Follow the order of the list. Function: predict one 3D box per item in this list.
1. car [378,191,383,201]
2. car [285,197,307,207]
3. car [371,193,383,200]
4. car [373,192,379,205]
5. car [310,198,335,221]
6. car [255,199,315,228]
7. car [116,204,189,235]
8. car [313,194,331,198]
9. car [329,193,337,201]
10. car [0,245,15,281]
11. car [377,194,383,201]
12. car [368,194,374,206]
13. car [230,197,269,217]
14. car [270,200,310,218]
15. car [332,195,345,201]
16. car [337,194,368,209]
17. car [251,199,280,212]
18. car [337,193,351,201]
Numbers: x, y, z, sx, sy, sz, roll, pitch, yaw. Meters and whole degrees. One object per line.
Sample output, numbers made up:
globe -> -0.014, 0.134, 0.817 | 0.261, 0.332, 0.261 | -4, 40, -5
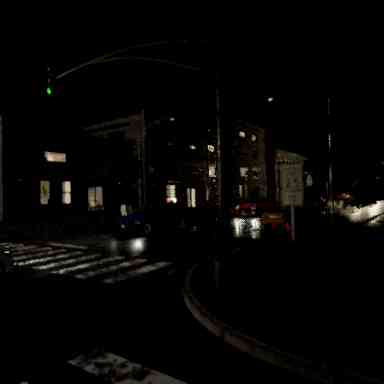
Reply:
car -> 34.684, 0.810, 61.086 | 2.192, 1.841, 5.009 | -1, 0, 35
car -> 15.030, 1.461, 47.918 | 1.802, 1.307, 4.206 | -1, 0, 35
car -> 43.138, 0.942, 77.600 | 1.837, 1.490, 4.892 | -2, -1, 35
car -> 25.058, 1.048, 47.564 | 1.967, 1.590, 4.097 | -1, 0, 35
car -> 9.013, 1.350, 25.028 | 2.008, 1.369, 4.403 | -1, 0, 35
car -> 5.902, 1.363, 20.660 | 1.752, 1.417, 4.829 | -1, 0, 35
car -> -2.161, 1.516, 19.331 | 1.882, 1.535, 5.008 | -2, -1, 35
car -> 17.711, 1.366, 47.064 | 1.994, 1.385, 4.181 | -2, -1, 36
car -> 24.652, 1.080, 61.441 | 2.192, 1.841, 5.009 | -1, 0, 35
car -> -6.644, 1.633, 7.659 | 1.812, 1.442, 4.674 | -1, -1, 35
car -> 37.898, 1.025, 65.591 | 1.947, 1.339, 4.313 | -1, 0, 35
car -> 21.851, 1.228, 43.056 | 1.802, 1.307, 4.206 | -1, 0, 35
car -> 5.751, 1.294, 30.444 | 2.097, 1.767, 4.553 | -2, -1, 36
car -> 8.688, 1.453, 29.217 | 1.895, 1.301, 4.718 | -2, -1, 35
car -> 31.076, 1.273, 70.453 | 1.802, 1.307, 4.206 | -1, 0, 35
car -> 18.641, 1.235, 38.549 | 2.008, 1.369, 4.403 | -1, 0, 35
car -> 8.611, 1.538, 38.904 | 1.802, 1.307, 4.206 | -1, 0, 35
car -> 34.284, 1.095, 74.960 | 1.967, 1.590, 4.097 | -1, 0, 35
